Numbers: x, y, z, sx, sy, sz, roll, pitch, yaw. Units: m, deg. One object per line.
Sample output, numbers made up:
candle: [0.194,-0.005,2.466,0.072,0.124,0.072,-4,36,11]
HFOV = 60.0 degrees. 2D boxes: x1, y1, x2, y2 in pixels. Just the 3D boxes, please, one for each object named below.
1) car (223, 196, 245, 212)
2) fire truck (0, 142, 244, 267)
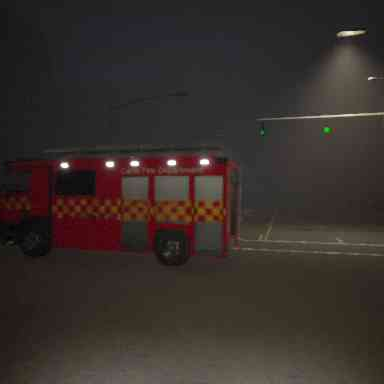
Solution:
car: [5.772,1.605,45.095,2.150,2.045,5.566,0,-1,15]
fire truck: [-2.580,0.366,11.975,8.468,3.827,2.891,0,0,16]
